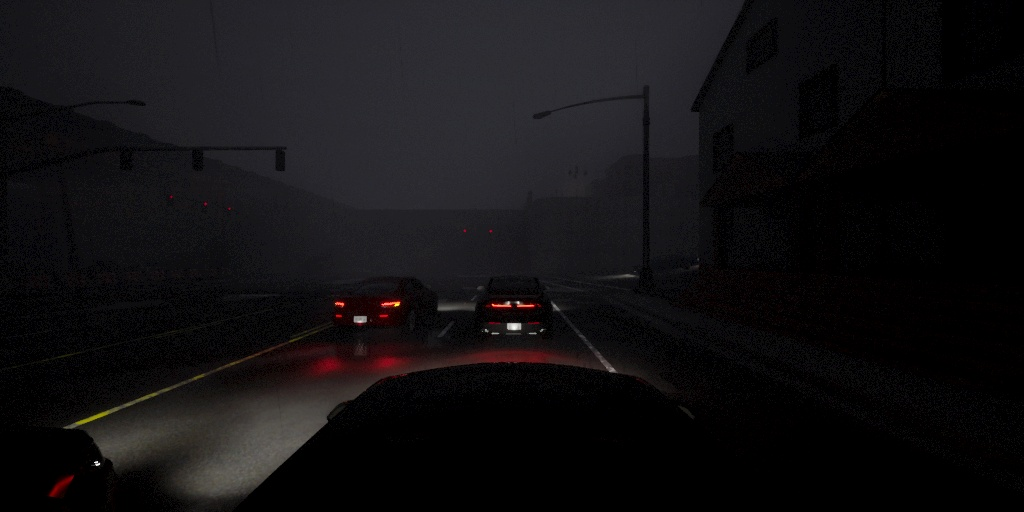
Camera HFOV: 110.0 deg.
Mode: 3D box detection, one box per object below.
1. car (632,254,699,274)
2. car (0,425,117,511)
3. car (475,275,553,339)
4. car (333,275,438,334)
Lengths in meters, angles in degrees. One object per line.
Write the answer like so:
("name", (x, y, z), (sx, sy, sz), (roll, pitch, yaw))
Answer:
("car", (13.025, 0.603, 30.447), (5.357, 1.411, 2.033), (-7, 0, -1))
("car", (-3.401, 1.255, 0.187), (1.837, 1.490, 4.892), (0, 0, 0))
("car", (0.042, 1.255, 10.055), (1.837, 1.490, 4.892), (0, 0, 0))
("car", (-3.454, 1.276, 10.470), (1.812, 1.442, 4.674), (0, 0, 0))
